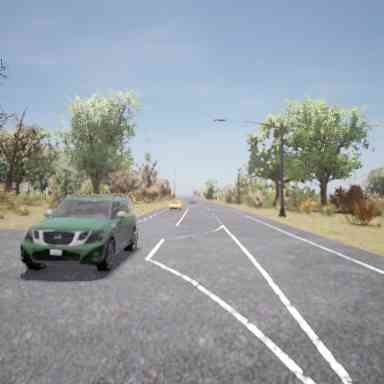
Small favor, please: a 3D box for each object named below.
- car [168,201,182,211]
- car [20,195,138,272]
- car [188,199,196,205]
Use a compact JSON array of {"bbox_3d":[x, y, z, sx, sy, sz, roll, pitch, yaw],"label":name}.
[{"bbox_3d":[-2.573,2.092,50.651,1.882,1.535,5.008,0,-1,0],"label":"car"},{"bbox_3d":[-3.196,1.121,10.730,2.150,2.045,5.566,1,0,1],"label":"car"},{"bbox_3d":[0.104,2.596,88.735,1.812,1.442,4.674,0,-1,6],"label":"car"}]
